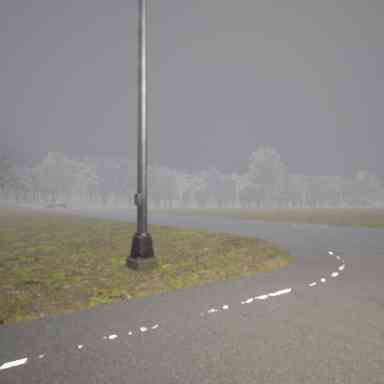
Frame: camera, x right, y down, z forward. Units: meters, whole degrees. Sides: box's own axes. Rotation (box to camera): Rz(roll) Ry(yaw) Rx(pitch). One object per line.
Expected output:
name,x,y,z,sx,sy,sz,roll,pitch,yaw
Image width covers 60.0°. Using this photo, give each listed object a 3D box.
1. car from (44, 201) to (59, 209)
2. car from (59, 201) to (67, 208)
car,-29.746,2.806,69.585,2.033,1.411,5.357,2,-2,-28
car,-32.792,3.022,82.743,2.097,1.767,4.553,3,-2,-36
